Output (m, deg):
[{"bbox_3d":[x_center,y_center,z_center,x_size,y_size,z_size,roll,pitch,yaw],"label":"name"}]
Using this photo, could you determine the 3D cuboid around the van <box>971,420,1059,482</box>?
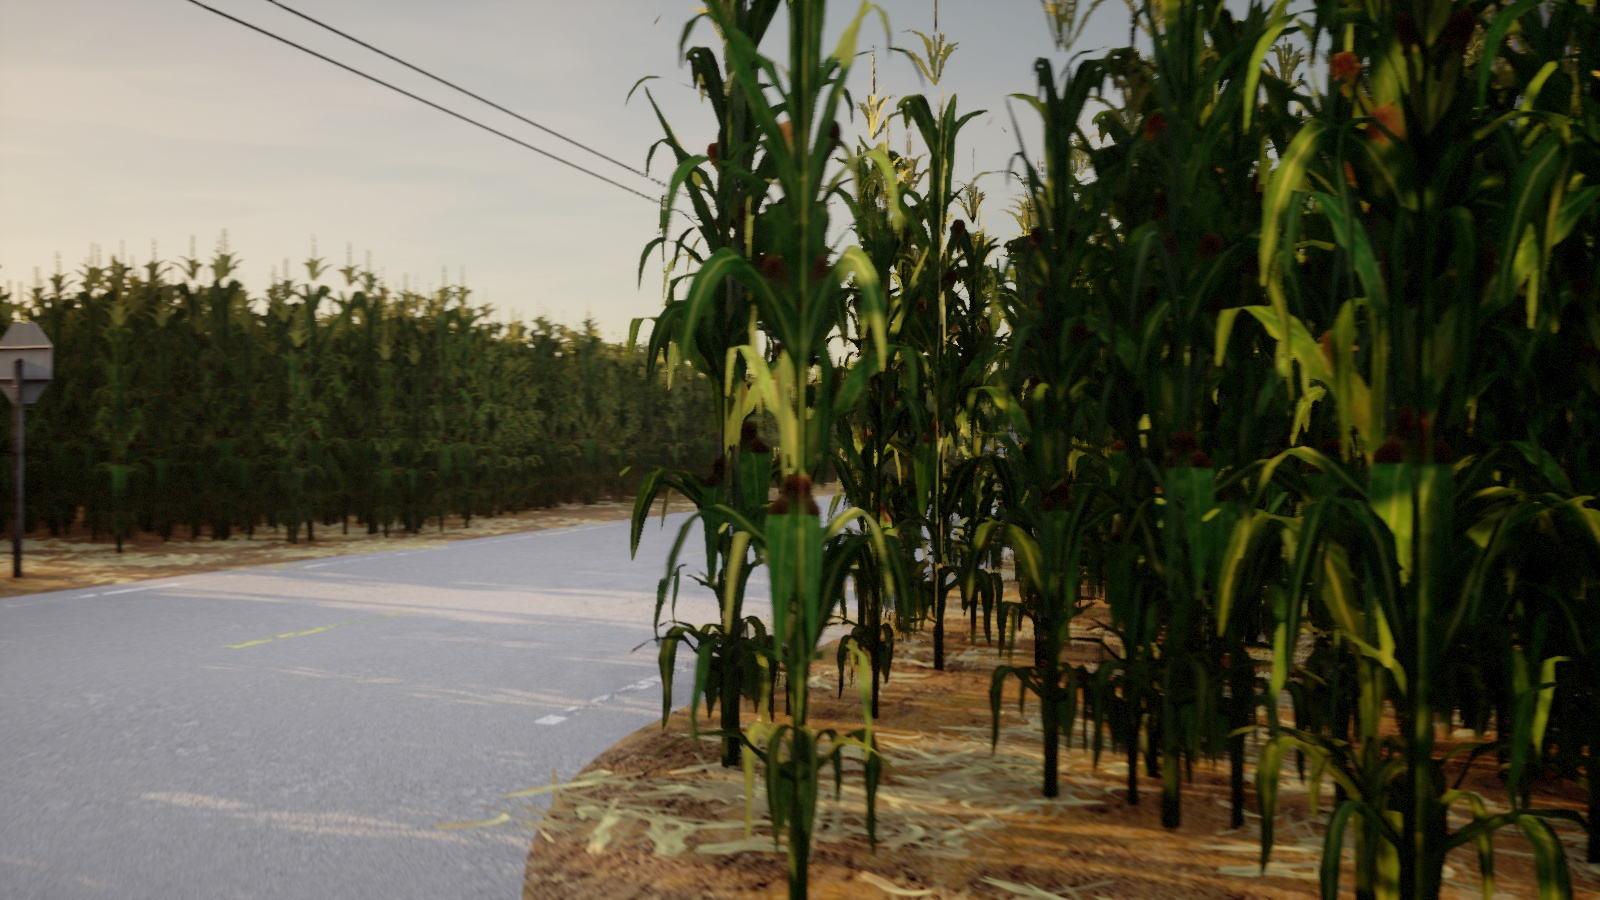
[{"bbox_3d":[7.365,-0.005,42.743,1.775,1.987,4.442,0,1,26],"label":"van"}]
